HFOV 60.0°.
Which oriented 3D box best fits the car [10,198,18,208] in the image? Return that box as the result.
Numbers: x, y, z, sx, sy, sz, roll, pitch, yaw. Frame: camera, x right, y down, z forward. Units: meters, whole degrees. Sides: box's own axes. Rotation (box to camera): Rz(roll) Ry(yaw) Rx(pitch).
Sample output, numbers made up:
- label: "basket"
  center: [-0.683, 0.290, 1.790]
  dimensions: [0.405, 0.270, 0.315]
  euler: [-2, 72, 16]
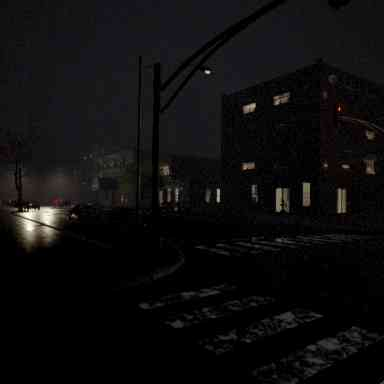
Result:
- label: "car"
  center: [-29.613, 2.011, 57.428]
  dimensions: [1.887, 1.381, 4.507]
  euler: [1, -1, -35]

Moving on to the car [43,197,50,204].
- label: "car"
  center: [-35.243, 2.138, 80.120]
  dimensions: [2.192, 1.841, 5.009]
  euler: [1, -1, -35]

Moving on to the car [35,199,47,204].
- label: "car"
  center: [-38.512, 2.401, 84.792]
  dimensions: [1.752, 1.417, 4.829]
  euler: [1, -1, -35]

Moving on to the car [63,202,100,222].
- label: "car"
  center: [-9.083, 1.729, 27.852]
  dimensions: [1.802, 1.307, 4.206]
  euler: [1, -1, -35]

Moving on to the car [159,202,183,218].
- label: "car"
  center: [-2.633, 1.761, 33.704]
  dimensions: [1.967, 1.590, 4.097]
  euler: [1, -1, -35]

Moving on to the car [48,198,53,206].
- label: "car"
  center: [-28.903, 2.305, 71.049]
  dimensions: [1.802, 1.307, 4.206]
  euler: [1, -1, -35]

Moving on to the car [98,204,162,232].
- label: "car"
  center: [-3.925, 1.615, 20.475]
  dimensions: [1.887, 1.381, 4.507]
  euler: [1, -1, -35]

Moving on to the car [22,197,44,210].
- label: "car"
  center: [-23.218, 1.890, 48.189]
  dimensions: [1.752, 1.417, 4.829]
  euler: [1, -1, -35]

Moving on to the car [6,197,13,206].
- label: "car"
  center: [-32.602, 2.080, 61.715]
  dimensions: [1.947, 1.339, 4.313]
  euler: [1, -1, -35]

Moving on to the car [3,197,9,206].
- label: "car"
  center: [-35.772, 2.130, 66.250]
  dimensions: [1.947, 1.339, 4.313]
  euler: [1, -1, -35]

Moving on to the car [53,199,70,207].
- label: "car"
  center: [-25.733, 2.113, 66.515]
  dimensions: [1.967, 1.590, 4.097]
  euler: [1, -1, -35]

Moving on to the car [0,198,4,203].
- label: "car"
  center: [-38.942, 1.929, 70.787]
  dimensions: [2.192, 1.841, 5.009]
  euler: [1, -1, -35]
